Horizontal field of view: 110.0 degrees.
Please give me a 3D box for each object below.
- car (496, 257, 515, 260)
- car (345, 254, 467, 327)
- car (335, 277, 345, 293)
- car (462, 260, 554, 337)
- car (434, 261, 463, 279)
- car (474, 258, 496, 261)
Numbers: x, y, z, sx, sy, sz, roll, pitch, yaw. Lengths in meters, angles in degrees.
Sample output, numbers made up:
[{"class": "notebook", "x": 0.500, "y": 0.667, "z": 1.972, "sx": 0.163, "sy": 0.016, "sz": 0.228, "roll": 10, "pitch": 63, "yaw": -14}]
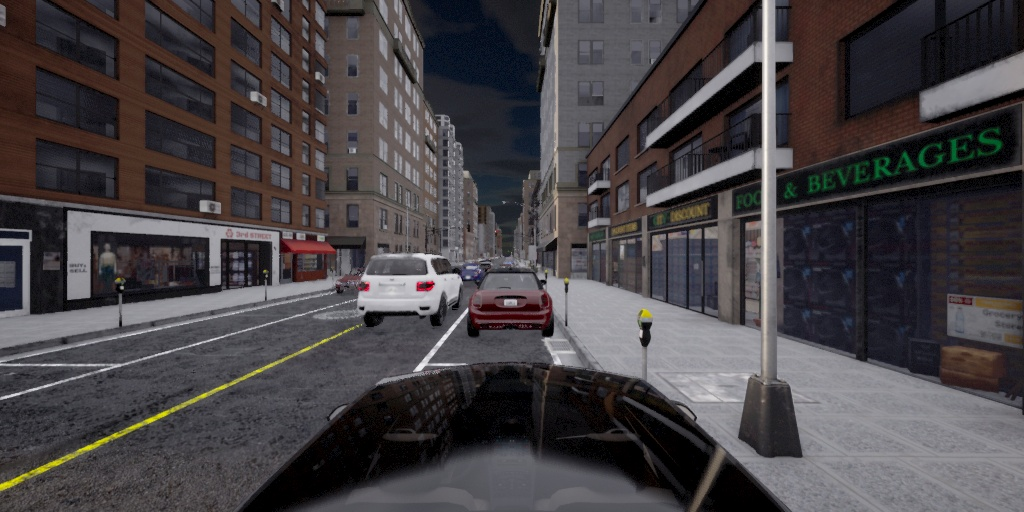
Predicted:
[{"class": "car", "x": -0.383, "y": 1.190, "z": 36.951, "sx": 1.967, "sy": 1.591, "sz": 4.097, "roll": 0, "pitch": 0, "yaw": 0}, {"class": "car", "x": -3.019, "y": 0.967, "z": 11.749, "sx": 2.150, "sy": 2.045, "sz": 5.566, "roll": 0, "pitch": -1, "yaw": 0}, {"class": "car", "x": -8.408, "y": 1.332, "z": 20.388, "sx": 1.802, "sy": 1.307, "sz": 4.207, "roll": 0, "pitch": 0, "yaw": 0}, {"class": "car", "x": -0.033, "y": 1.102, "z": 10.470, "sx": 2.097, "sy": 1.767, "sz": 4.553, "roll": 0, "pitch": 0, "yaw": 0}, {"class": "car", "x": -5.858, "y": 1.255, "z": 33.739, "sx": 1.837, "sy": 1.490, "sz": 4.892, "roll": 0, "pitch": 0, "yaw": 0}, {"class": "car", "x": -2.941, "y": 1.255, "z": 41.274, "sx": 1.837, "sy": 1.490, "sz": 4.892, "roll": 0, "pitch": 0, "yaw": 0}]
